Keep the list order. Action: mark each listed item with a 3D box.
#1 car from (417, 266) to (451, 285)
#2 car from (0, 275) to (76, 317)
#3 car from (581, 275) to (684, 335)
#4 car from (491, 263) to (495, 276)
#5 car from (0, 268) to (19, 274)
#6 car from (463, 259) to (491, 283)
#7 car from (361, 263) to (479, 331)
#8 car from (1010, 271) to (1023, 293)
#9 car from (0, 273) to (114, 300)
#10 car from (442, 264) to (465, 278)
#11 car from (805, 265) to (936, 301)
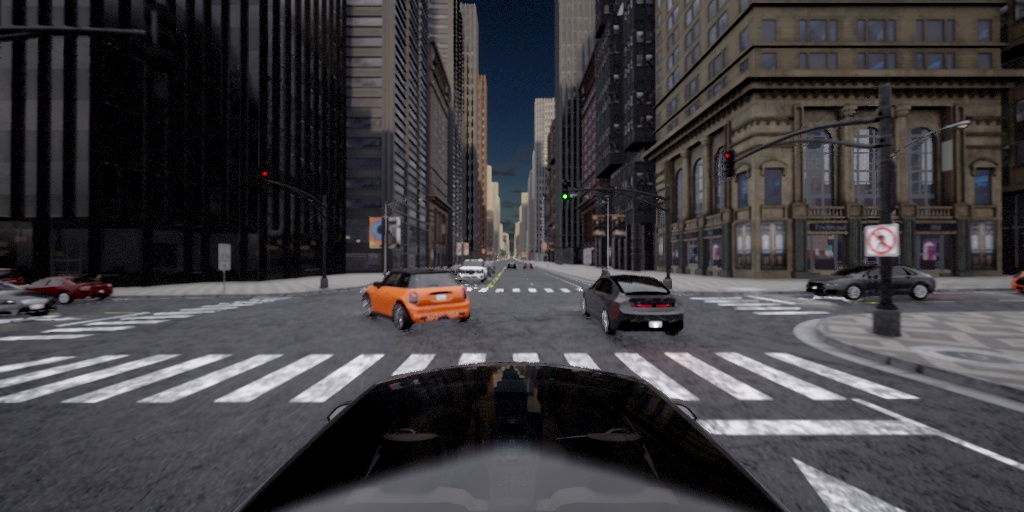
[{"bbox_3d":[-6.615,1.621,30.837,1.994,1.385,4.181,0,-1,0],"label":"car"},{"bbox_3d":[-19.789,1.620,13.131,4.902,1.511,2.128,-1,0,1],"label":"car"},{"bbox_3d":[3.331,1.311,10.715,1.837,1.490,4.892,0,1,0],"label":"car"},{"bbox_3d":[-3.354,1.732,41.645,1.994,1.385,4.181,0,-1,1],"label":"car"},{"bbox_3d":[-29.069,1.610,19.034,5.009,1.841,2.192,0,0,0],"label":"car"},{"bbox_3d":[-3.365,1.288,31.677,2.150,2.045,5.566,0,-1,0],"label":"car"},{"bbox_3d":[-3.299,1.205,11.760,2.097,1.767,4.553,0,0,-38],"label":"car"},{"bbox_3d":[26.007,0.883,16.314,4.553,1.767,2.097,-1,0,0],"label":"car"},{"bbox_3d":[-23.981,1.771,19.020,4.507,1.381,1.888,0,0,0],"label":"car"},{"bbox_3d":[-6.613,1.666,40.976,1.837,1.490,4.892,0,-1,0],"label":"car"},{"bbox_3d":[16.180,1.168,16.326,4.892,1.490,1.837,-1,0,0],"label":"car"}]
